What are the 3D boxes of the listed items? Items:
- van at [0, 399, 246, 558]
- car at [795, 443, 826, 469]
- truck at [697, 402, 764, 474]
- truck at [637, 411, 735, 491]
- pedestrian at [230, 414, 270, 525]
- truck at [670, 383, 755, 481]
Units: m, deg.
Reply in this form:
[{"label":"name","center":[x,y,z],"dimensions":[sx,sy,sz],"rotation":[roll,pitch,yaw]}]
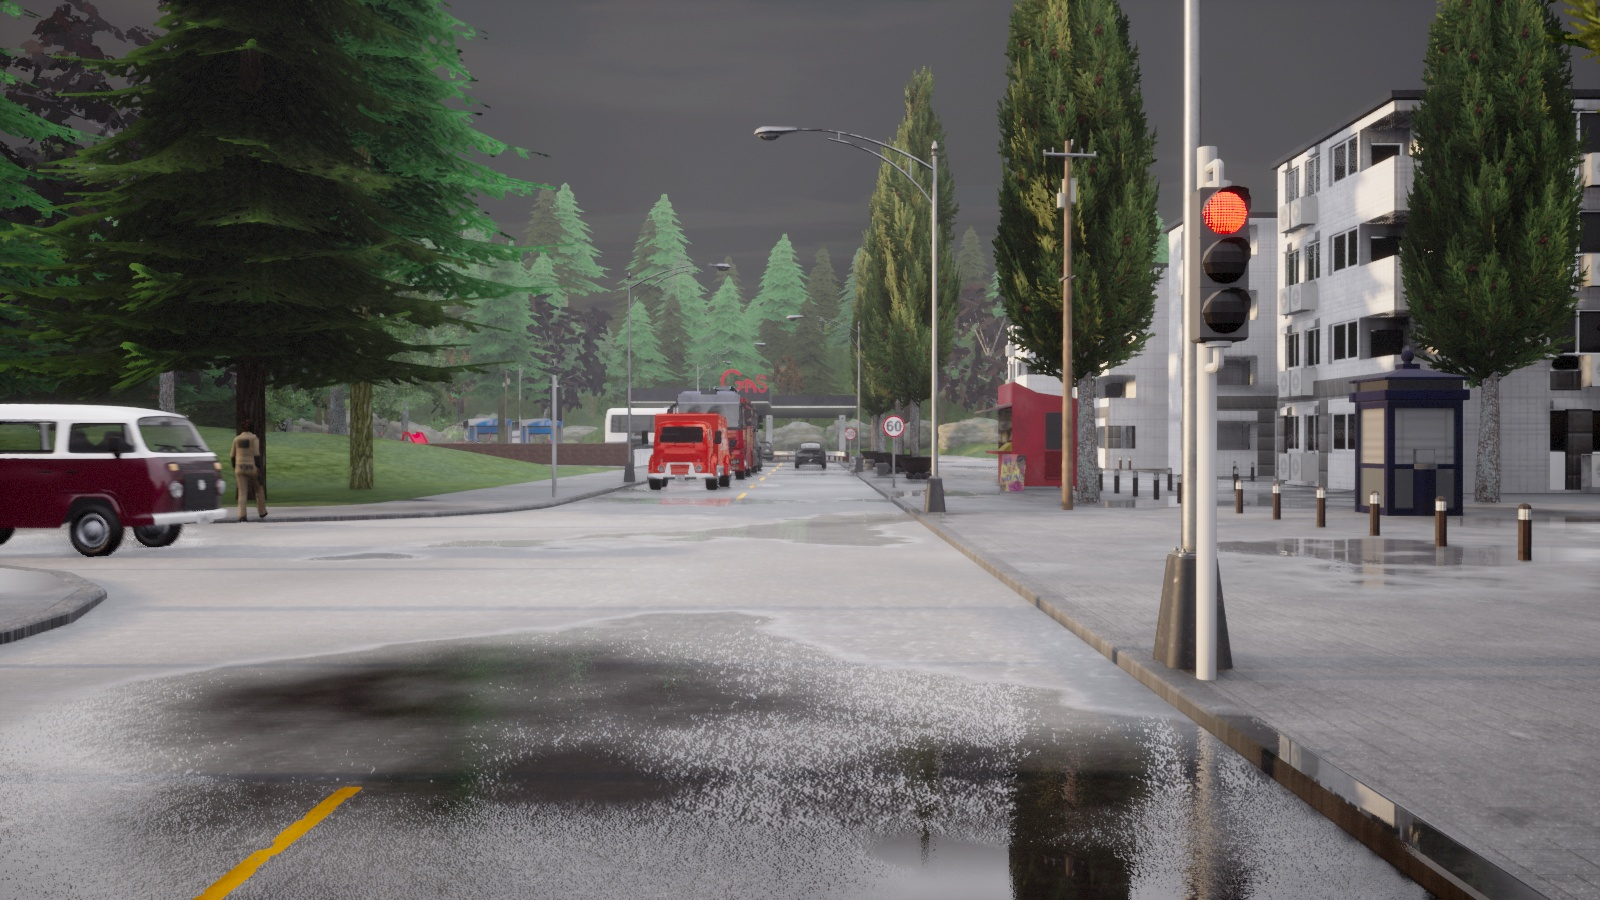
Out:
[{"label":"van","center":[-10.287,0.364,17.204],"dimensions":[4.480,2.038,2.069],"rotation":[0,0,2]},{"label":"car","center":[0.630,0.326,75.461],"dimensions":[1.837,1.490,4.892],"rotation":[0,0,1]},{"label":"truck","center":[-3.469,-0.603,64.590],"dimensions":[2.891,3.462,7.936],"rotation":[0,0,1]},{"label":"truck","center":[-3.652,0.024,41.332],"dimensions":[2.627,2.467,5.204],"rotation":[0,0,1]},{"label":"pedestrian","center":[-9.749,0.339,22.285],"dimensions":[0.396,1.930,0.692],"rotation":[0,0,0]},{"label":"truck","center":[-3.575,-0.721,53.228],"dimensions":[2.891,3.827,8.468],"rotation":[0,0,1]}]
